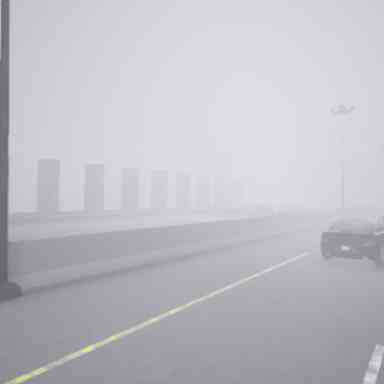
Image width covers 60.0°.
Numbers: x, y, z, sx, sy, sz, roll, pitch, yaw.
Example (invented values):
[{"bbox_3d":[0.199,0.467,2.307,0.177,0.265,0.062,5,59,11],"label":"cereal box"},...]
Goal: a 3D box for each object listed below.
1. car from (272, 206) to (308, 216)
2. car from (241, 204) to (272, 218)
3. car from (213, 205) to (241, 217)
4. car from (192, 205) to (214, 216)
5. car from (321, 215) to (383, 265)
[{"bbox_3d":[11.194,2.220,36.721,2.033,1.411,5.357,0,-1,39],"label":"car"},{"bbox_3d":[7.909,2.184,38.294,1.837,1.490,4.892,0,0,37],"label":"car"},{"bbox_3d":[4.955,2.301,40.116,1.895,1.301,4.718,0,-1,37],"label":"car"},{"bbox_3d":[2.010,2.318,42.010,1.895,1.301,4.718,0,-1,37],"label":"car"},{"bbox_3d":[6.560,1.729,12.959,1.882,1.535,5.008,0,-1,37],"label":"car"}]
